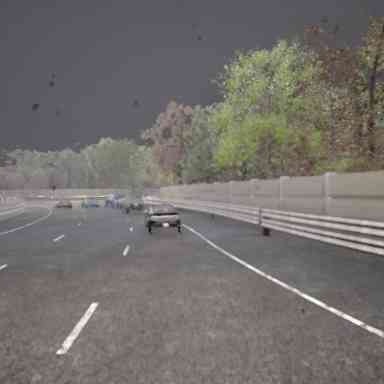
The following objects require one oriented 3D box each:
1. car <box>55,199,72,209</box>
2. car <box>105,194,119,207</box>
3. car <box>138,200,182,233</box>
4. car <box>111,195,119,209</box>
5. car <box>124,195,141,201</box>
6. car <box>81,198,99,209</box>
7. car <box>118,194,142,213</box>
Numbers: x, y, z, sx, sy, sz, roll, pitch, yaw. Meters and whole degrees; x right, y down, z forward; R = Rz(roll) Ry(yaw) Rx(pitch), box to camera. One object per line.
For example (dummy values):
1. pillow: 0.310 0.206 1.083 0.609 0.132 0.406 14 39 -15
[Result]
1. car: -18.124 1.648 46.876 1.994 1.385 4.181 0 0 -27
2. car: -11.155 1.262 48.735 2.150 2.045 5.566 0 0 -28
3. car: -1.813 1.478 19.578 2.128 1.511 4.902 -1 1 -11
4. car: -8.766 1.505 43.337 1.882 1.535 5.008 0 0 -24
5. car: -16.507 1.570 91.901 2.128 1.511 4.902 0 0 26
6. car: -14.714 1.610 47.907 2.033 1.411 5.357 0 0 -28
7. car: -6.625 1.371 37.228 2.097 1.767 4.553 0 0 -20
